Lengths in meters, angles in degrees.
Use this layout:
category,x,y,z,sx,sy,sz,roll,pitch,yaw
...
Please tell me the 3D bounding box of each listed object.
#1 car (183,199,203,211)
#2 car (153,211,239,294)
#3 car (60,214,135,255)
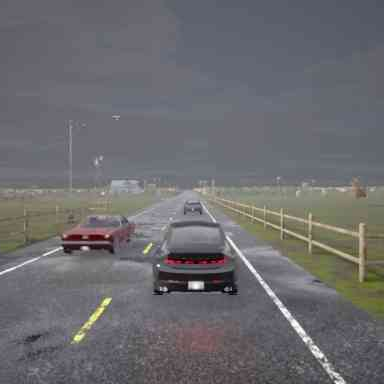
category,x,y,z,sx,sy,sz,roll,pitch,yaw
car,0.095,1.474,34.747,2.128,1.511,4.902,0,0,0
car,0.082,1.506,8.762,1.837,1.490,4.892,0,1,0
car,-3.601,1.598,13.456,1.895,1.301,4.718,0,0,0
